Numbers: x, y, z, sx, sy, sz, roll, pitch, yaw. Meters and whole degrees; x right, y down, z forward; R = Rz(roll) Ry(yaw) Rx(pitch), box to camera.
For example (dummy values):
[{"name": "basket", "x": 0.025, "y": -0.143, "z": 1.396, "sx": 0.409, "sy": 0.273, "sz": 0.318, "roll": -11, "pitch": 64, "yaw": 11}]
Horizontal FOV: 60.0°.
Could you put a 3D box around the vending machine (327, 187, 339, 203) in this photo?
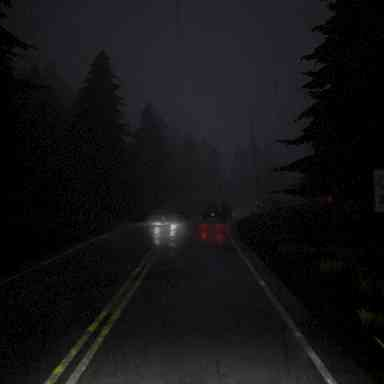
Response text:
[{"name": "vending machine", "x": 20.345, "y": 0.486, "z": 48.151, "sx": 0.880, "sy": 2.100, "sz": 1.100, "roll": 5, "pitch": -12, "yaw": -41}]

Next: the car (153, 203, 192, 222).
[{"name": "car", "x": -1.438, "y": 1.565, "z": 26.959, "sx": 2.033, "sy": 1.411, "sz": 5.357, "roll": -1, "pitch": 0, "yaw": 15}]

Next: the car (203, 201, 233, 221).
[{"name": "car", "x": 2.137, "y": 1.447, "z": 26.834, "sx": 2.128, "sy": 1.511, "sz": 4.902, "roll": -1, "pitch": 0, "yaw": 15}]

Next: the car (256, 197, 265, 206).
[{"name": "car", "x": 9.647, "y": 1.292, "z": 41.688, "sx": 1.812, "sy": 1.442, "sz": 4.674, "roll": -4, "pitch": -1, "yaw": 36}]
